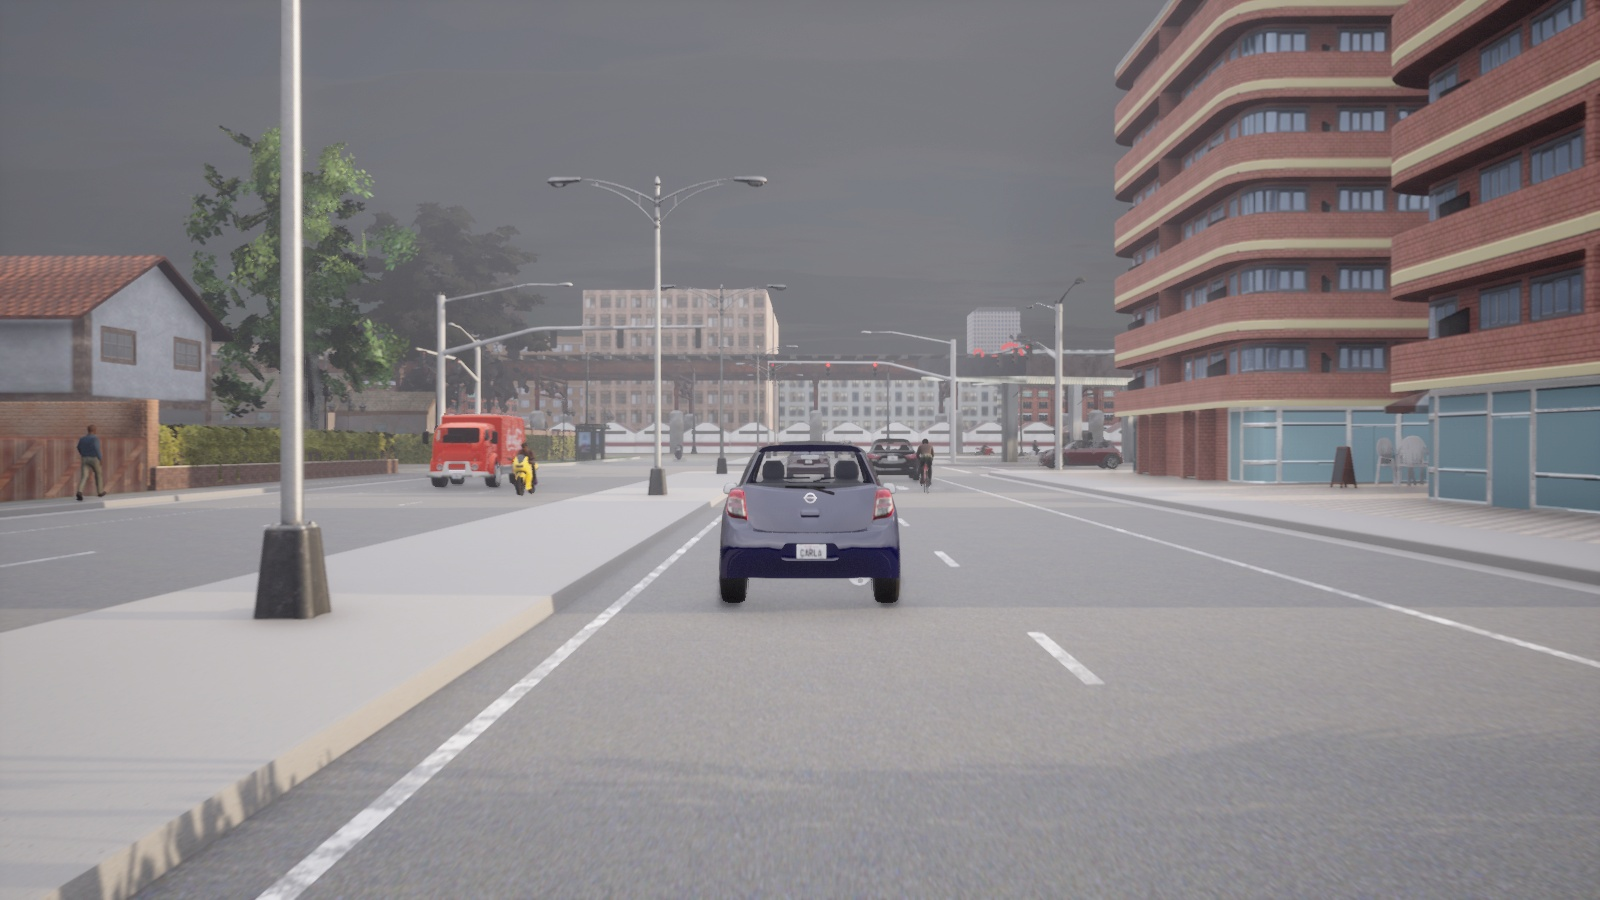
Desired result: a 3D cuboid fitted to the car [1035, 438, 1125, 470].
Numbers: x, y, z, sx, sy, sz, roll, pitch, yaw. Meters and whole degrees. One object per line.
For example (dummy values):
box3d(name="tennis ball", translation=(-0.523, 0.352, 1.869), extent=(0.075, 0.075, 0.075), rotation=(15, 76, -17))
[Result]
box3d(name="car", translation=(15.818, 0.217, 71.118), extent=(4.553, 1.767, 2.097), rotation=(0, 0, -1))

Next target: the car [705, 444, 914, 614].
box3d(name="car", translation=(0.098, 0.688, 12.895), extent=(1.845, 1.501, 3.633), rotation=(0, 0, 0))

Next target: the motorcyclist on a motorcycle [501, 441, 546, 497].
box3d(name="motorcyclist on a motorcycle", translation=(-7.758, 0.523, 35.349), extent=(0.797, 1.523, 2.044), rotation=(0, 0, 0))

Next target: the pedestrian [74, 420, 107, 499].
box3d(name="pedestrian", translation=(-16.700, 0.221, 29.567), extent=(0.370, 1.835, 0.726), rotation=(0, 0, 0))

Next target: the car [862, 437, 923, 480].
box3d(name="car", translation=(3.684, 0.307, 50.813), extent=(2.242, 1.667, 4.611), rotation=(0, 0, 2))

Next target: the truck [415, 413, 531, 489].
box3d(name="truck", translation=(-11.205, 0.006, 43.493), extent=(2.627, 2.467, 5.204), rotation=(0, 0, 0))
